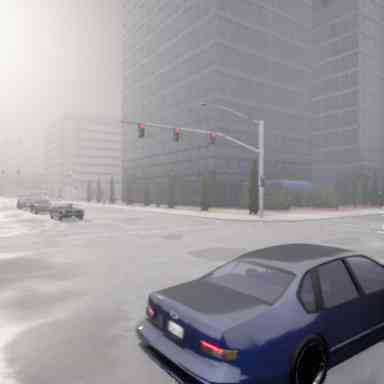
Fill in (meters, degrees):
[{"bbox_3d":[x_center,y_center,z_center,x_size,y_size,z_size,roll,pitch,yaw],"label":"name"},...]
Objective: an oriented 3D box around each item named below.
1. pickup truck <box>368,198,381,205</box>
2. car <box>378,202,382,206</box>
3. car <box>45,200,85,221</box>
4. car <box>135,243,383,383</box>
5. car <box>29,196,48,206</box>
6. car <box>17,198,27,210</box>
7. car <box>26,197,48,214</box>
[{"bbox_3d":[29.383,1.004,49.531,6.274,2.098,2.390,0,0,-5],"label":"pickup truck"},{"bbox_3d":[15.593,1.536,23.832,4.181,1.385,1.994,0,0,-35],"label":"car"},{"bbox_3d":[-10.409,1.607,27.520,1.895,1.301,4.718,0,0,-35],"label":"car"},{"bbox_3d":[1.858,1.544,5.106,5.357,1.411,2.033,0,0,-36],"label":"car"},{"bbox_3d":[-26.161,1.511,56.581,2.128,1.511,4.902,0,0,-35],"label":"car"},{"bbox_3d":[-22.030,1.509,44.218,2.128,1.511,4.902,0,0,-35],"label":"car"},{"bbox_3d":[-16.117,1.517,35.712,1.837,1.490,4.892,0,0,-35],"label":"car"}]
